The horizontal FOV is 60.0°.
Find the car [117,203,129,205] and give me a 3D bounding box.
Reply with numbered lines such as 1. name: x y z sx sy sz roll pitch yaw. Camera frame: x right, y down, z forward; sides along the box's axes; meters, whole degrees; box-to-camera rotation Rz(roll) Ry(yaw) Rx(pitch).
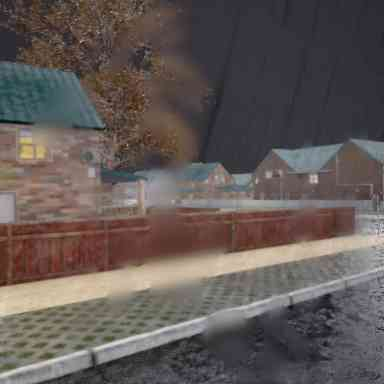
1. car: -10.820 2.397 52.454 1.895 1.301 4.718 -2 0 -36
